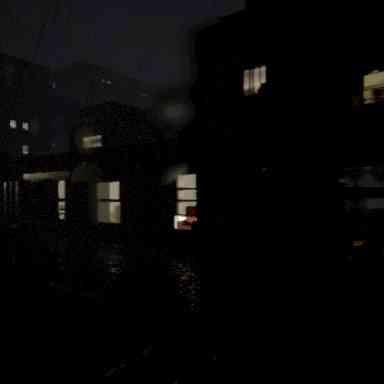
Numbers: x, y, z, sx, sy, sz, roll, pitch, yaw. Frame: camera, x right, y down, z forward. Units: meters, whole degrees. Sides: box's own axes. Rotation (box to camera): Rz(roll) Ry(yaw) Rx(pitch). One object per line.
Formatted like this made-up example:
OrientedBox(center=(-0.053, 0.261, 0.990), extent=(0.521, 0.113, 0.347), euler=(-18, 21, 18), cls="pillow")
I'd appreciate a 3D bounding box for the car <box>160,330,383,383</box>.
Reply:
OrientedBox(center=(1.627, 1.566, 1.882), extent=(4.313, 1.339, 1.947), euler=(0, 0, 36), cls="car")
